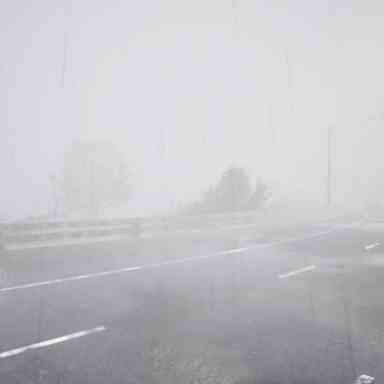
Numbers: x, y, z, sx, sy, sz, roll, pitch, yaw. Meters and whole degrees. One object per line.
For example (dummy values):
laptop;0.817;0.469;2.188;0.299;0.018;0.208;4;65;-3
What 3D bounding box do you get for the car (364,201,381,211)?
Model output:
car;28.159;2.142;52.033;2.128;1.511;4.902;0;0;19
